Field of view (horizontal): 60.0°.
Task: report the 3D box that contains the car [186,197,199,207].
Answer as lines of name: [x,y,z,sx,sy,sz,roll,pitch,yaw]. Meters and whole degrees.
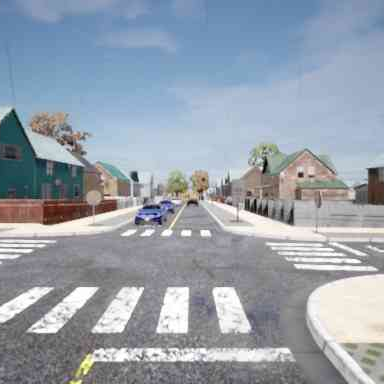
car: [0.095,1.687,55.926,1.837,1.490,4.892,0,0,1]

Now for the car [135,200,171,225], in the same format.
car: [-2.877,1.547,24.276,1.812,1.442,4.674,0,0,2]

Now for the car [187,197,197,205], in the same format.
car: [0.052,1.744,66.174,1.882,1.535,5.008,0,0,0]

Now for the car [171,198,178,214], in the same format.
car: [-2.819,1.583,35.721,1.812,1.442,4.674,0,0,0]

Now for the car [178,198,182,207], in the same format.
car: [-2.750,1.705,55.533,1.812,1.442,4.674,0,-1,1]
